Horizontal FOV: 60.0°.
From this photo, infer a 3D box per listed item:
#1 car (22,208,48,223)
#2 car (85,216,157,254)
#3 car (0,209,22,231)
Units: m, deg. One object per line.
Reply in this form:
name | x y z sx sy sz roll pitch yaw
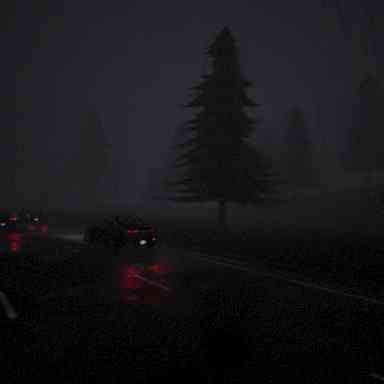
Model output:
car | -15.172 2.179 31.449 1.895 1.301 4.718 2 -2 -36
car | -3.443 1.853 15.491 2.128 1.511 4.902 2 -2 -36
car | -13.502 1.916 23.263 1.812 1.442 4.674 2 -2 -36
